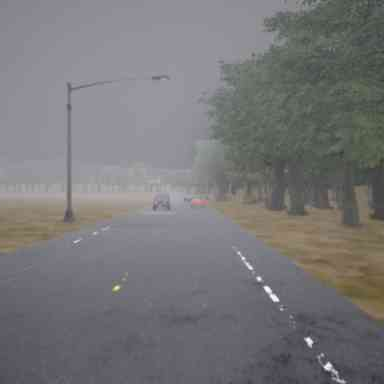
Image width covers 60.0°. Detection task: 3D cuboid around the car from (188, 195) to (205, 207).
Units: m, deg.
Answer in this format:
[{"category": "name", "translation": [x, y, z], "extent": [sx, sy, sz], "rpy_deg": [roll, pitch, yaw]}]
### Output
[{"category": "car", "translation": [0.811, 1.381, 50.550], "extent": [2.097, 1.767, 4.553], "rpy_deg": [0, 0, -1]}]

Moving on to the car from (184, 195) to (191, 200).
[{"category": "car", "translation": [-1.270, 1.415, 88.346], "extent": [1.895, 1.301, 4.718], "rpy_deg": [0, 0, -2]}]

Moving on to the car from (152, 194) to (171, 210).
[{"category": "car", "translation": [-3.850, 1.250, 42.816], "extent": [2.150, 2.045, 5.566], "rpy_deg": [0, 0, 0]}]

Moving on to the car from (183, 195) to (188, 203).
[{"category": "car", "translation": [-0.819, 1.501, 70.756], "extent": [1.882, 1.535, 5.008], "rpy_deg": [0, 0, -1]}]
